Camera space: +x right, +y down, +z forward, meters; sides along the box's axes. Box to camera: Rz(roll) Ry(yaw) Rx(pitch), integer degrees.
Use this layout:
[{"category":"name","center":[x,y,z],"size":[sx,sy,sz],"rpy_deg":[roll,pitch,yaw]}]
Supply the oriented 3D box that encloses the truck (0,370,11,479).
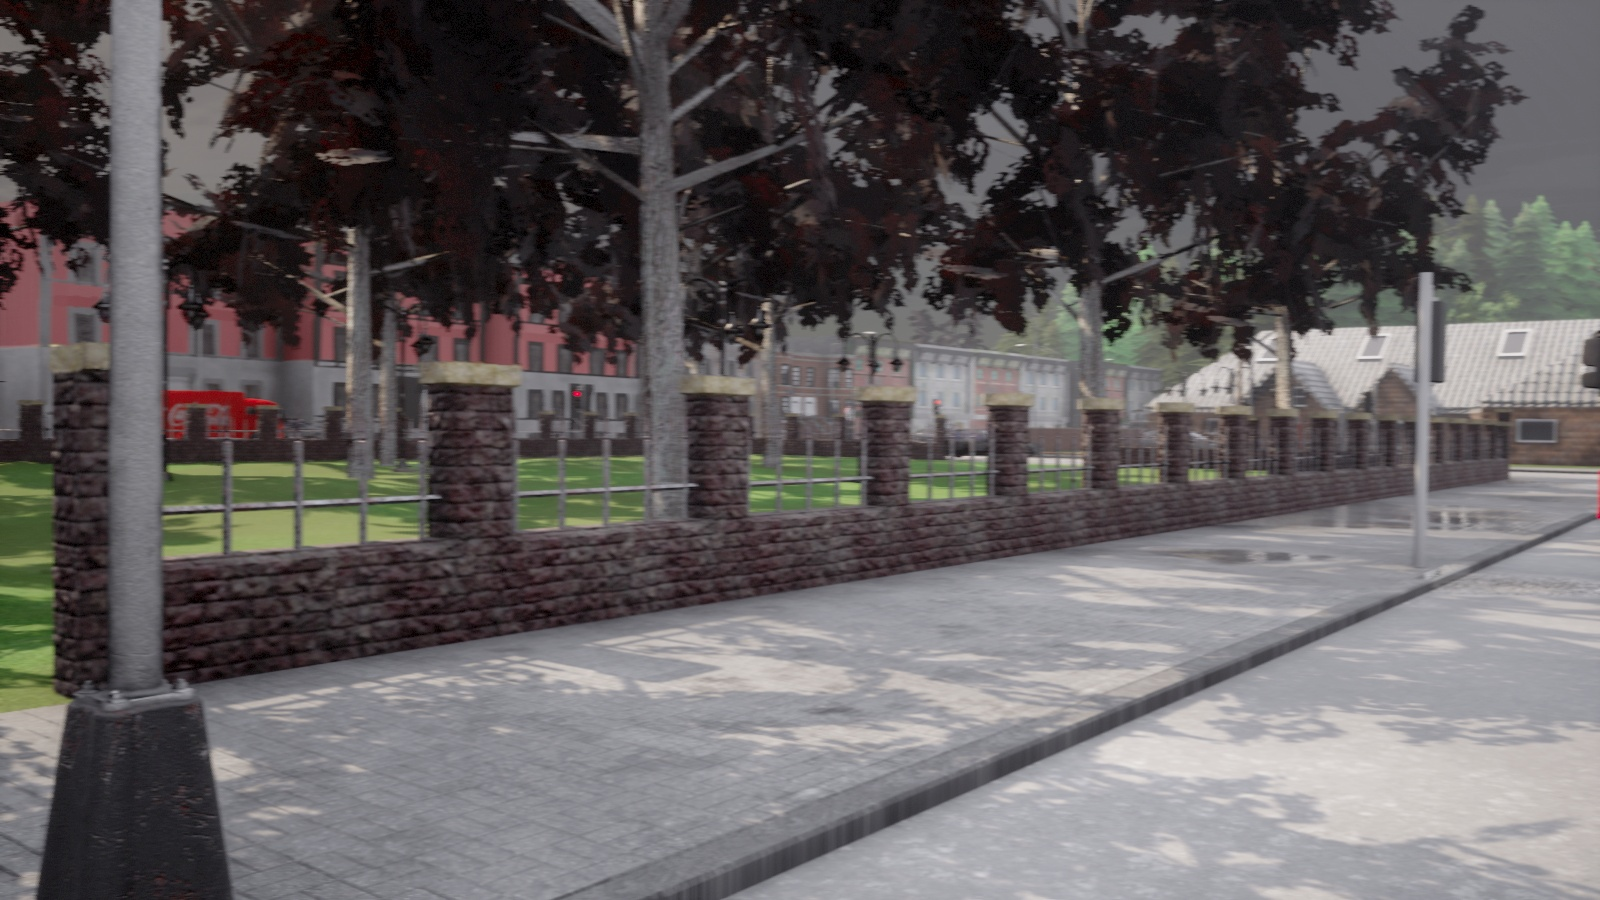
[{"category":"truck","center":[-28.726,-0.730,37.700],"size":[2.891,3.462,7.936],"rpy_deg":[0,2,38]}]

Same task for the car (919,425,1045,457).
[{"category":"car","center":[8.284,-0.435,57.398],"size":[5.357,1.411,2.033],"rpy_deg":[0,1,37]}]

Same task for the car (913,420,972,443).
[{"category":"car","center":[10.661,-1.422,93.719],"size":[2.242,1.667,4.611],"rpy_deg":[0,2,38]}]

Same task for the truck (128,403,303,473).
[{"category":"truck","center":[-21.626,-0.484,46.642],"size":[2.627,2.467,5.204],"rpy_deg":[0,2,38]}]

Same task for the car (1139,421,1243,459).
[{"category":"car","center":[15.966,-0.407,51.311],"size":[3.633,1.501,1.845],"rpy_deg":[0,2,37]}]

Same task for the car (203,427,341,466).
[{"category":"car","center":[-22.030,-0.162,52.569],"size":[2.128,1.511,4.902],"rpy_deg":[0,2,38]}]
